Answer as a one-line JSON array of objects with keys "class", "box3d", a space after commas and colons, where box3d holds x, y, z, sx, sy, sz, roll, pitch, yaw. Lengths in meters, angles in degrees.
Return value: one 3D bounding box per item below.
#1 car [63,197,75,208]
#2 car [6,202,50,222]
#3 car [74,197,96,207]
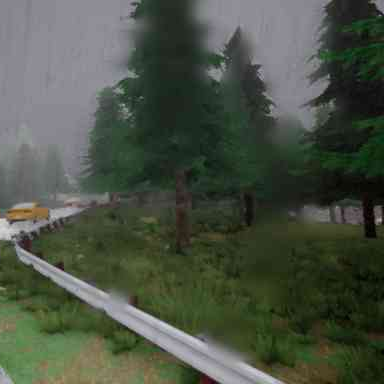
[{"class": "car", "box3d": [-18.388, 1.568, 51.553, 1.882, 1.535, 5.008, -3, 1, -4]}, {"class": "car", "box3d": [-12.164, 1.513, 25.007, 1.882, 1.535, 5.008, -3, 1, -8]}, {"class": "car", "box3d": [-14.613, 1.511, 46.810, 1.994, 1.385, 4.181, -3, 0, -5]}]
